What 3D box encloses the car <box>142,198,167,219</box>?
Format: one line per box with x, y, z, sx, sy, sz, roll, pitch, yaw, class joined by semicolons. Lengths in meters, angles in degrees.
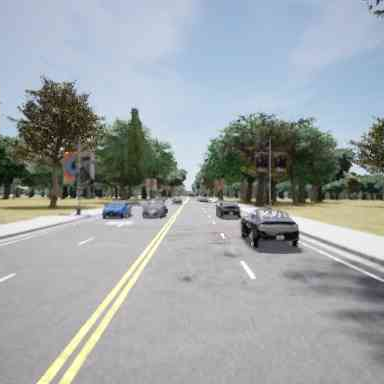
-3.356;1.550;30.089;2.128;1.511;4.902;0;0;0;car

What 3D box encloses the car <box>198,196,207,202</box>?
3.220;1.912;90.290;1.812;1.442;4.674;0;0;0;car

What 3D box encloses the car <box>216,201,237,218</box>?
3.337;1.565;30.695;1.837;1.490;4.892;0;0;0;car

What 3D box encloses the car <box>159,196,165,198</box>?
-6.524;1.741;71.943;1.837;1.490;4.892;0;0;0;car

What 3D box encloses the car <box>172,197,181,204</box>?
-3.274;1.766;71.944;2.128;1.511;4.902;0;0;0;car

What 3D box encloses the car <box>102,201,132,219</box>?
-6.608;1.535;29.715;1.882;1.535;5.008;0;0;0;car

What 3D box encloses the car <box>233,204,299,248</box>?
3.342;1.512;15.005;2.128;1.511;4.902;0;0;0;car
